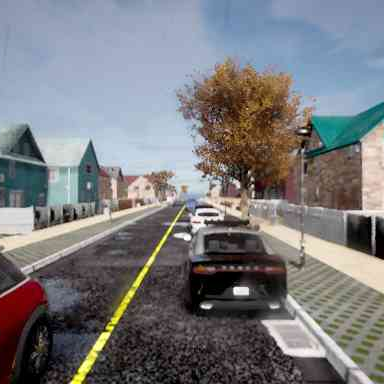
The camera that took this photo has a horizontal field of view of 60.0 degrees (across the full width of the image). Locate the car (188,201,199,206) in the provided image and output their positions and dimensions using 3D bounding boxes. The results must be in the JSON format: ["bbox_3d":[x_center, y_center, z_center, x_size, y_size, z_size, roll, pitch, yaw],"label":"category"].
[{"bbox_3d":[0.823,1.617,24.028,1.837,1.490,4.892,0,0,0],"label":"car"}]

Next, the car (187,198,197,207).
[{"bbox_3d":[-0.003,1.938,62.938,1.882,1.535,5.008,0,-1,0],"label":"car"}]

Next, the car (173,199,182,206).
[{"bbox_3d":[-2.754,2.034,65.660,2.033,1.411,5.357,0,-1,0],"label":"car"}]

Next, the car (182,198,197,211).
[{"bbox_3d":[0.027,1.839,45.886,2.033,1.411,5.357,0,-1,0],"label":"car"}]

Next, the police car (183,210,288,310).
[{"bbox_3d":[0.824,1.463,8.138,1.930,1.638,5.238,0,0,0],"label":"police car"}]

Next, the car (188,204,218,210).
[{"bbox_3d":[0.824,1.610,18.027,1.812,1.442,4.674,0,0,0],"label":"car"}]

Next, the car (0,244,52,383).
[{"bbox_3d":[-2.850,1.363,2.379,2.097,1.767,4.553,0,0,0],"label":"car"}]
